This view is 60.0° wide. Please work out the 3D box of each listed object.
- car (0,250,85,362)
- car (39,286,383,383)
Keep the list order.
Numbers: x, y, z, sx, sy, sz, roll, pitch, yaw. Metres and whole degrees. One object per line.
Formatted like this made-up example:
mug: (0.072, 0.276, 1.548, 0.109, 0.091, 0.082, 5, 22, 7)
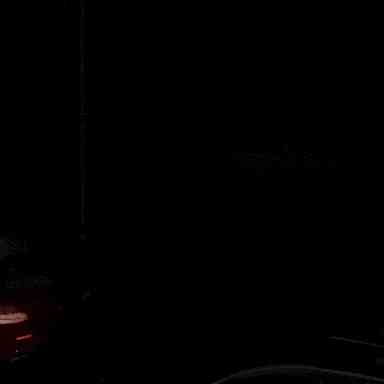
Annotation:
car: (-3.353, 1.635, 5.472, 4.206, 1.307, 1.802, -1, 0, 36)
car: (1.145, 1.553, 2.263, 4.403, 1.369, 2.008, -1, 0, 36)
